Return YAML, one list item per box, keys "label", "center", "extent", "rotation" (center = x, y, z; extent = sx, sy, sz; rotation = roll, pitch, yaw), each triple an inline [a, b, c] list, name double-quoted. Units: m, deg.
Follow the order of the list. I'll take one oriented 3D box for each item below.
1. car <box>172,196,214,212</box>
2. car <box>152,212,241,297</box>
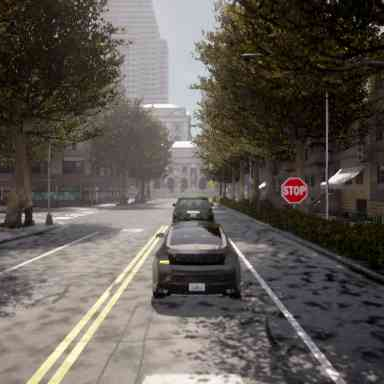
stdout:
- label: "car"
  center: [0.060, 1.218, 18.790]
  extent: [2.150, 2.045, 5.566]
  rotation: [0, 0, 0]
- label: "car"
  center: [0.094, 1.503, 8.541]
  extent: [1.837, 1.490, 4.892]
  rotation: [0, 0, 0]
